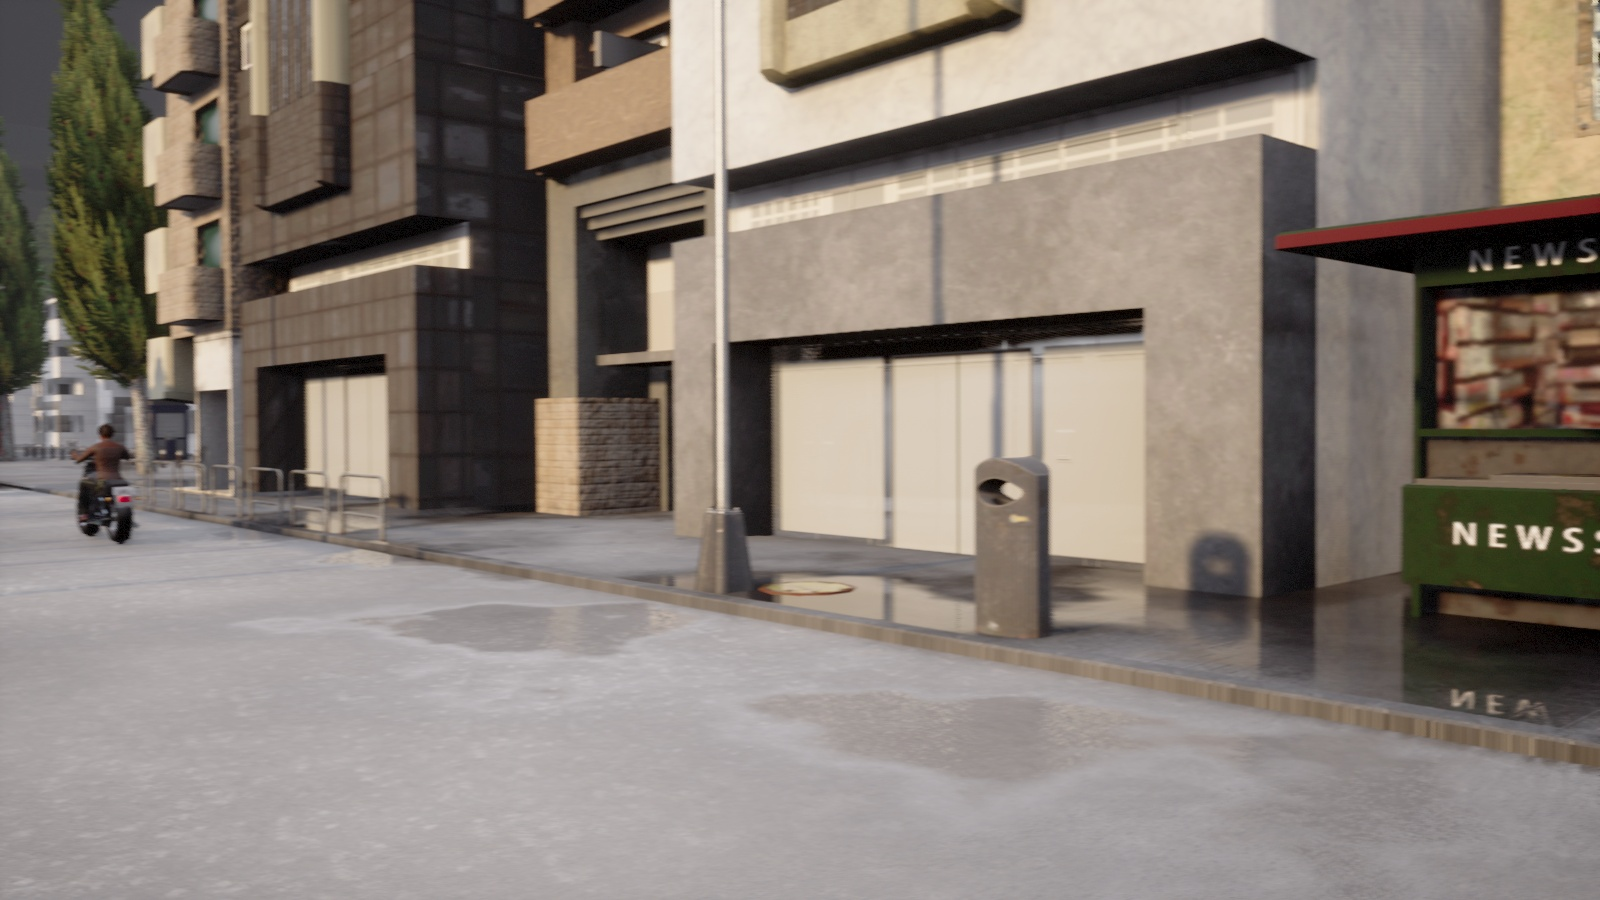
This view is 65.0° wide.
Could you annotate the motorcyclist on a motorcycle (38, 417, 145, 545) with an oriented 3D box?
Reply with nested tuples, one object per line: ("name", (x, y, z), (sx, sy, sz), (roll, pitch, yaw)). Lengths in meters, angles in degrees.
("motorcyclist on a motorcycle", (-9.846, 0.380, 17.403), (0.766, 1.649, 2.350), (-1, 2, -42))
